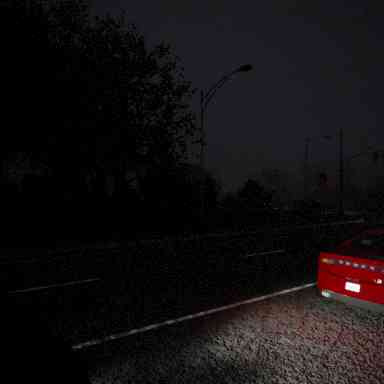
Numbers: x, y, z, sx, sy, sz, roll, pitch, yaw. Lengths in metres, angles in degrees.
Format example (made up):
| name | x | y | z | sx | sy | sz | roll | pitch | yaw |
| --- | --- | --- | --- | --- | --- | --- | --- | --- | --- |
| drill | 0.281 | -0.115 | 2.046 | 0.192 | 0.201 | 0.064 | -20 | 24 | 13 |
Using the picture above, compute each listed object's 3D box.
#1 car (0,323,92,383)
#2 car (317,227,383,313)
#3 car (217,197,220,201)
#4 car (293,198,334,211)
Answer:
| name | x | y | z | sx | sy | sz | roll | pitch | yaw |
| --- | --- | --- | --- | --- | --- | --- | --- | --- | --- |
| car | -2.980 | 1.492 | 1.628 | 4.902 | 1.511 | 2.128 | 0 | 0 | -35 |
| car | 4.771 | 1.478 | 7.128 | 5.008 | 1.535 | 1.882 | 0 | 0 | -35 |
| car | 3.913 | 1.454 | 56.641 | 1.812 | 1.442 | 4.674 | 0 | 1 | -32 |
| car | 14.463 | 1.478 | 39.831 | 1.882 | 1.535 | 5.008 | 0 | 0 | -33 |
